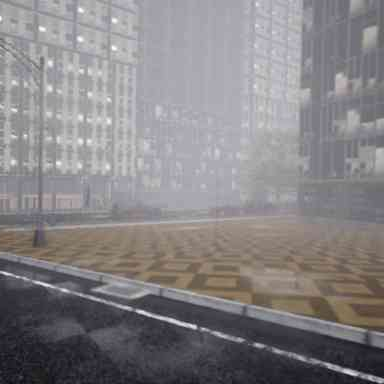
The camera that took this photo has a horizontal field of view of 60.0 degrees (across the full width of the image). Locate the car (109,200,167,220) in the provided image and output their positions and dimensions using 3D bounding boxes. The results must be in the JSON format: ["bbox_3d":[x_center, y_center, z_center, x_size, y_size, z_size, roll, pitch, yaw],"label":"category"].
[{"bbox_3d":[-5.399,1.688,31.701,5.009,1.841,2.192,1,1,-34],"label":"car"}]

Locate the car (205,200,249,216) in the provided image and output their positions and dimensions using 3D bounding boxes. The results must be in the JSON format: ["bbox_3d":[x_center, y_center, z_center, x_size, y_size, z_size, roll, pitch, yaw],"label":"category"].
[{"bbox_3d":[3.956,1.999,38.104,4.507,1.381,1.887,1,1,-34],"label":"car"}]

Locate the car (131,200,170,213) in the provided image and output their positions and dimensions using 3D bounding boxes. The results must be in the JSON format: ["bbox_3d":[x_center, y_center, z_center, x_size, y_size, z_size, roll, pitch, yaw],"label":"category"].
[{"bbox_3d":[-5.169,1.772,41.409,4.403,1.369,2.008,1,1,-34],"label":"car"}]

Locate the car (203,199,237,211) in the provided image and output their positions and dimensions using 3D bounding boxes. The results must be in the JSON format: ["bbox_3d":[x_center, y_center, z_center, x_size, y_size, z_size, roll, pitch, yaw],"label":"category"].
[{"bbox_3d":[4.050,1.828,47.711,4.829,1.417,1.752,1,1,-34],"label":"car"}]

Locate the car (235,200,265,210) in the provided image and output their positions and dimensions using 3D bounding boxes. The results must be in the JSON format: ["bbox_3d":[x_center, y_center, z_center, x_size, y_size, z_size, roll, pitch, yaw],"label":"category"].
[{"bbox_3d":[8.870,1.911,51.008,4.313,1.339,1.947,1,1,-34],"label":"car"}]

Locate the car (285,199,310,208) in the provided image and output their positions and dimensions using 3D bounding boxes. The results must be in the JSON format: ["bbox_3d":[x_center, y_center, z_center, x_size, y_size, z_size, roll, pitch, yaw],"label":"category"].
[{"bbox_3d":[18.230,1.994,57.406,4.313,1.339,1.947,1,1,-34],"label":"car"}]

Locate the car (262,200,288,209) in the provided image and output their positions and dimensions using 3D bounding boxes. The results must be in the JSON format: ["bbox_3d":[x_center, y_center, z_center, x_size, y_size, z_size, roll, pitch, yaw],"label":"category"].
[{"bbox_3d":[13.550,1.968,54.207,4.206,1.307,1.802,1,1,-34],"label":"car"}]

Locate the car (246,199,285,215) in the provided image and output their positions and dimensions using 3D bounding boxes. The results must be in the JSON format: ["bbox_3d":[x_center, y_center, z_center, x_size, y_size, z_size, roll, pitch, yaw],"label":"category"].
[{"bbox_3d":[8.640,1.811,41.299,5.009,1.841,2.192,1,1,-34],"label":"car"}]

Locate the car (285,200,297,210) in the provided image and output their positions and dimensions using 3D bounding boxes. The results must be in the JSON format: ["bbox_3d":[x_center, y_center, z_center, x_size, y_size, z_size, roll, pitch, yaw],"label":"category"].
[{"bbox_3d":[14.677,2.010,51.884,4.181,1.385,1.994,1,1,-34],"label":"car"}]
